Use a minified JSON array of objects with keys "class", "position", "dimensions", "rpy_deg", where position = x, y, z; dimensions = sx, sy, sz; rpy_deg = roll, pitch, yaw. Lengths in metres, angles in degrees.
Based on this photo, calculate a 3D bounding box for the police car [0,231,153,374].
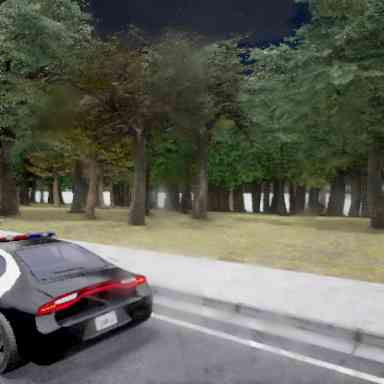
[{"class":"police car","position":[-3.088,1.500,5.756],"dimensions":[4.974,1.542,2.038],"rpy_deg":[0,0,35]}]
